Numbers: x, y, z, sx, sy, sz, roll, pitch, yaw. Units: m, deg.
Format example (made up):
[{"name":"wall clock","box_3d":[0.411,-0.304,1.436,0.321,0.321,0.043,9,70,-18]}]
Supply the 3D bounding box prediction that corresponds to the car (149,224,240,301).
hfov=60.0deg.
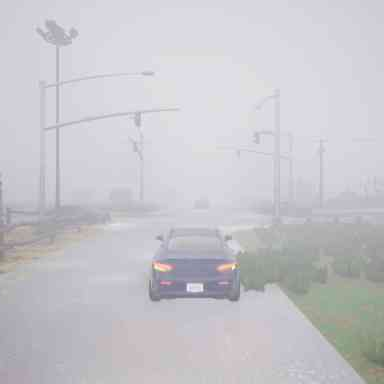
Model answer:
[{"name":"car","box_3d":[0.053,1.526,8.187,1.812,1.442,4.674,0,0,0]}]

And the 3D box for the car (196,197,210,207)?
[{"name":"car","box_3d":[1.779,1.512,52.997,2.033,1.411,5.357,0,0,3]}]

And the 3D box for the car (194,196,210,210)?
[{"name":"car","box_3d":[1.296,1.512,42.847,2.033,1.411,5.357,0,0,3]}]

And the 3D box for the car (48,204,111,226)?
[{"name":"car","box_3d":[-7.795,1.564,23.168,4.181,1.385,1.994,0,0,8]}]

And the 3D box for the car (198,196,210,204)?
[{"name":"car","box_3d":[2.318,1.512,63.508,2.033,1.411,5.357,0,0,3]}]
